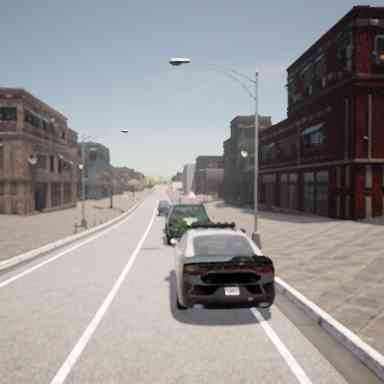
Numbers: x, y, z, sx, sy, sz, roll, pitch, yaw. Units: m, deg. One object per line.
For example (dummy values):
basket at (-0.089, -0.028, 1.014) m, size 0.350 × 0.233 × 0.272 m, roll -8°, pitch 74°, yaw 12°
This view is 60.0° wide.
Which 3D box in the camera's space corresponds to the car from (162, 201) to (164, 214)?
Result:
car at (-0.872, 1.839, 24.249) m, size 2.150 × 2.045 × 5.566 m, roll 0°, pitch -2°, yaw -5°

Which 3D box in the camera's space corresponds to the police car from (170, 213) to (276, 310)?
police car at (0.512, 1.553, 8.303) m, size 1.930 × 1.638 × 5.238 m, roll 0°, pitch -1°, yaw -4°

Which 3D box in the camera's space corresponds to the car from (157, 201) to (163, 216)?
car at (-3.685, 2.404, 45.343) m, size 1.837 × 1.490 × 4.892 m, roll 0°, pitch -1°, yaw -5°

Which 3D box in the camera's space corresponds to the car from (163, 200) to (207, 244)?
car at (-0.328, 1.630, 18.266) m, size 2.150 × 2.045 × 5.566 m, roll 0°, pitch -2°, yaw -5°
